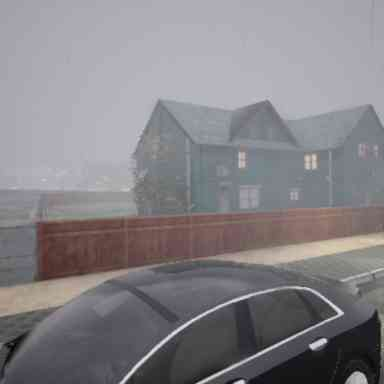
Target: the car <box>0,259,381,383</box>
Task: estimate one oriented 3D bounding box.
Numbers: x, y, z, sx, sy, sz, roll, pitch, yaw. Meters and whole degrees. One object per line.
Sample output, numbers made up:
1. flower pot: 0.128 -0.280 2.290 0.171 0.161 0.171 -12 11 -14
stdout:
1. car: -0.199 1.501 2.920 4.892 1.490 1.837 -1 1 -35
